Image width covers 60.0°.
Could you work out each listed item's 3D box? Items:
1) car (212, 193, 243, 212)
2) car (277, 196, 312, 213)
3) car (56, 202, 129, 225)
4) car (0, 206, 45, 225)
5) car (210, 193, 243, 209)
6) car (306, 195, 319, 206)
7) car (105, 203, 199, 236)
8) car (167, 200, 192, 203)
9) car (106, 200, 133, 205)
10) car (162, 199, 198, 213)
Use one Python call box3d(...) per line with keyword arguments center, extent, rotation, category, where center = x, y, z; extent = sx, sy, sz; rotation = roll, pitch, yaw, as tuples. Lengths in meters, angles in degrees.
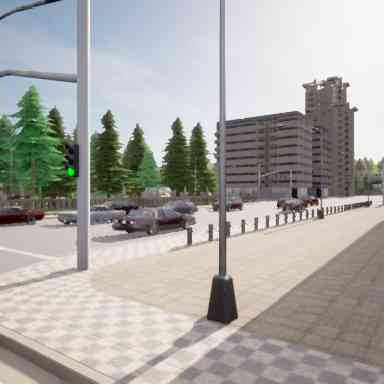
box3d(center=(4.298, 1.352, 39.705), extent=(2.097, 1.767, 4.553), rotation=(0, 0, 36), category="car")
box3d(center=(11.708, 1.526, 37.750), extent=(1.812, 1.442, 4.674), rotation=(0, 0, 35), category="car")
box3d(center=(-7.110, 1.601, 23.710), extent=(1.895, 1.301, 4.718), rotation=(0, 0, 35), category="car")
box3d(center=(-12.534, 1.601, 22.207), extent=(1.895, 1.301, 4.718), rotation=(0, 0, 37), category="car")
box3d(center=(4.946, 1.221, 46.600), extent=(2.150, 2.045, 5.566), rotation=(0, 0, 36), category="car")
box3d(center=(19.069, 1.352, 54.102), extent=(2.097, 1.767, 4.553), rotation=(0, 0, 35), category="car")
box3d(center=(-1.931, 1.548, 18.578), extent=(2.033, 1.411, 5.357), rotation=(0, 0, 35), category="car")
box3d(center=(-1.508, 1.547, 31.569), extent=(2.033, 1.411, 5.357), rotation=(0, 0, 36), category="car")
box3d(center=(-7.050, 1.478, 29.828), extent=(1.882, 1.535, 5.008), rotation=(0, 0, 36), category="car")
box3d(center=(-1.304, 1.564, 37.898), extent=(1.994, 1.385, 4.181), rotation=(0, 0, 35), category="car")
